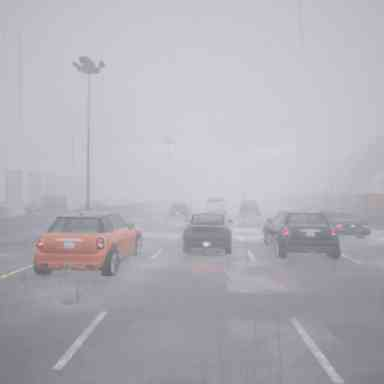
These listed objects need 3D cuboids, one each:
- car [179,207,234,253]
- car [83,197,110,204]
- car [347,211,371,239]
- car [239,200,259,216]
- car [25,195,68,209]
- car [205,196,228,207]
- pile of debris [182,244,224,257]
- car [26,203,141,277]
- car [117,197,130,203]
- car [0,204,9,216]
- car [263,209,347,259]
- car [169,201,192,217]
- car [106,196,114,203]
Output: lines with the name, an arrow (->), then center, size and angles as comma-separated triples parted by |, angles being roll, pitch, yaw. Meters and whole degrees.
car -> 0.696, 1.605, 14.221 | 1.837, 1.490, 4.892 | 0, 0, 4
car -> -11.386, 1.678, 37.976 | 1.837, 1.490, 4.892 | 0, 0, 6
car -> 8.031, 1.729, 18.658 | 2.033, 1.411, 5.357 | 0, 0, 5
car -> 6.338, 1.646, 37.329 | 2.097, 1.767, 4.553 | 0, 0, 6
car -> -15.197, 1.353, 35.266 | 2.150, 2.045, 5.566 | 0, -1, 6
car -> 2.592, 1.479, 35.483 | 2.150, 2.045, 5.566 | 0, 0, 6
pile of debris -> 0.469, 2.266, 12.983 | 1.500, 0.140, 1.860 | 0, 0, 4
car -> -3.024, 1.402, 10.652 | 2.097, 1.767, 4.553 | 0, 0, 3
car -> -14.736, 1.746, 71.937 | 1.994, 1.385, 4.181 | 0, 0, 5
car -> -19.138, 1.637, 30.970 | 1.994, 1.385, 4.181 | 0, 0, 6
car -> 4.166, 1.471, 13.375 | 2.097, 1.767, 4.553 | 0, 0, 4
car -> -1.116, 1.723, 33.583 | 1.837, 1.490, 4.892 | 0, 0, 6
car -> -18.259, 1.714, 71.833 | 2.128, 1.511, 4.902 | 0, 0, 5
